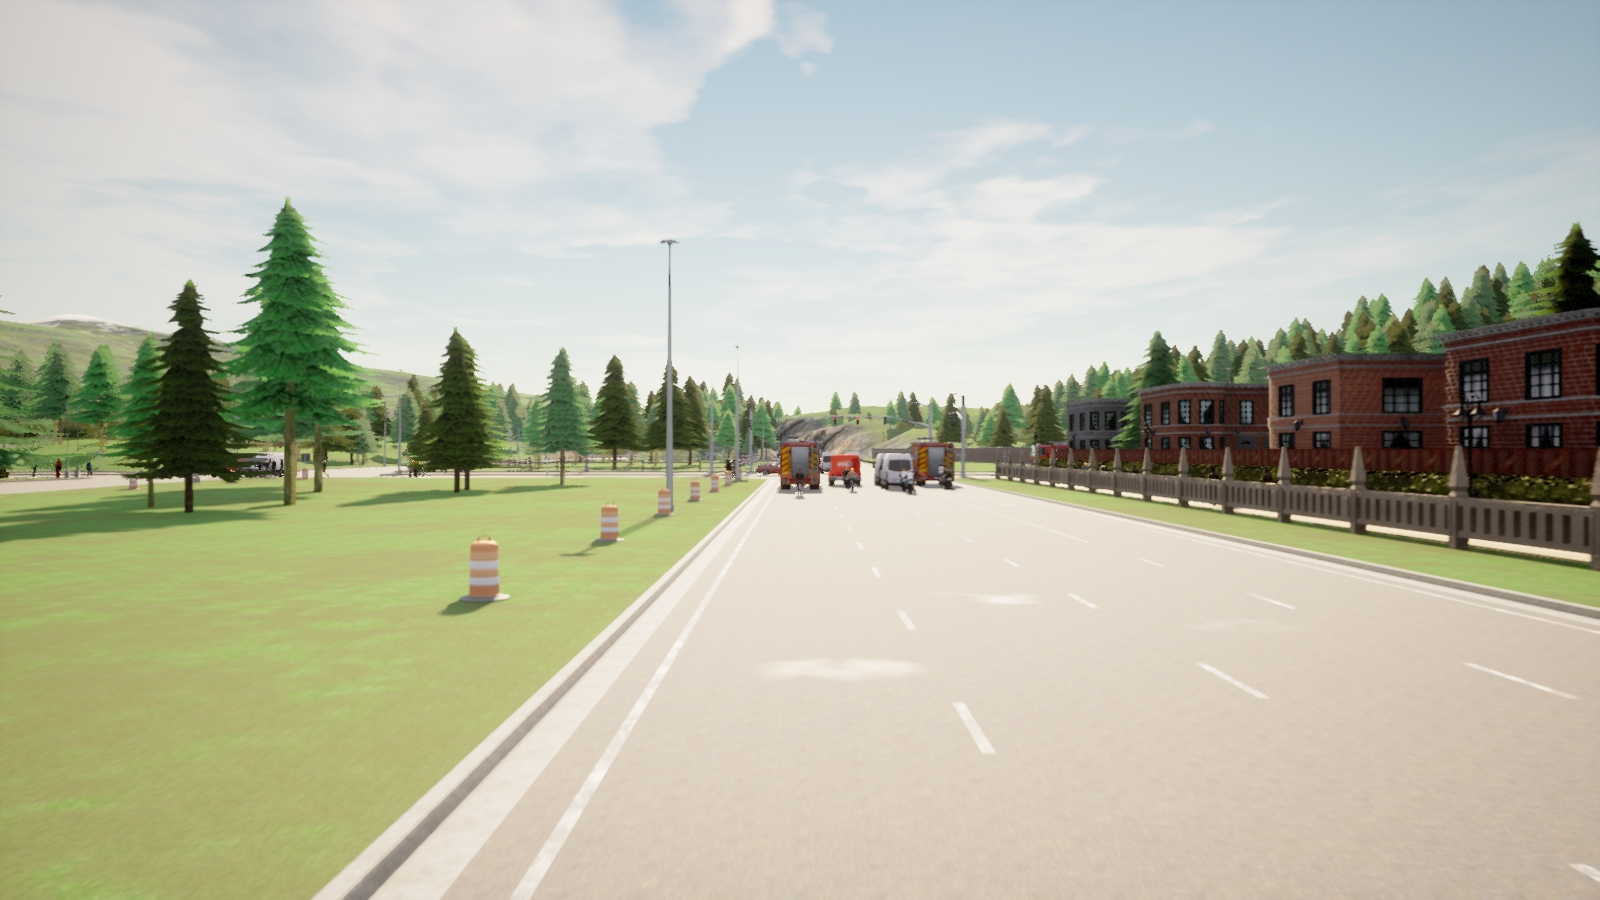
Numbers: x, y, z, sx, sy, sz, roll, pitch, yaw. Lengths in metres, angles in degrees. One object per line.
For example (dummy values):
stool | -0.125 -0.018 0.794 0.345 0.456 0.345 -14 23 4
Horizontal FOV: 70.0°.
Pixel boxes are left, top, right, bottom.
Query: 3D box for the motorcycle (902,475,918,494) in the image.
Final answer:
motorcycle | 6.999 2.187 72.844 0.803 1.199 2.033 0 0 0

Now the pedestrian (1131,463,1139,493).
pedestrian | 20.314 1.697 69.259 0.375 1.860 0.375 0 0 0

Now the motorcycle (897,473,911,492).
motorcycle | 6.999 2.186 77.031 0.803 1.199 2.033 0 0 0

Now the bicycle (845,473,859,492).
bicycle | 3.499 2.159 76.464 0.859 1.277 1.487 0 -1 0

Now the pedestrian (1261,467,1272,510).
pedestrian | 20.628 1.699 50.520 0.375 1.860 0.375 0 0 0

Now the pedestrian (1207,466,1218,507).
pedestrian | 19.193 1.697 53.211 0.375 1.860 0.375 0 0 1

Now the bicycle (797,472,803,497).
bicycle | -0.007 2.060 68.781 0.329 1.471 1.835 0 0 0
